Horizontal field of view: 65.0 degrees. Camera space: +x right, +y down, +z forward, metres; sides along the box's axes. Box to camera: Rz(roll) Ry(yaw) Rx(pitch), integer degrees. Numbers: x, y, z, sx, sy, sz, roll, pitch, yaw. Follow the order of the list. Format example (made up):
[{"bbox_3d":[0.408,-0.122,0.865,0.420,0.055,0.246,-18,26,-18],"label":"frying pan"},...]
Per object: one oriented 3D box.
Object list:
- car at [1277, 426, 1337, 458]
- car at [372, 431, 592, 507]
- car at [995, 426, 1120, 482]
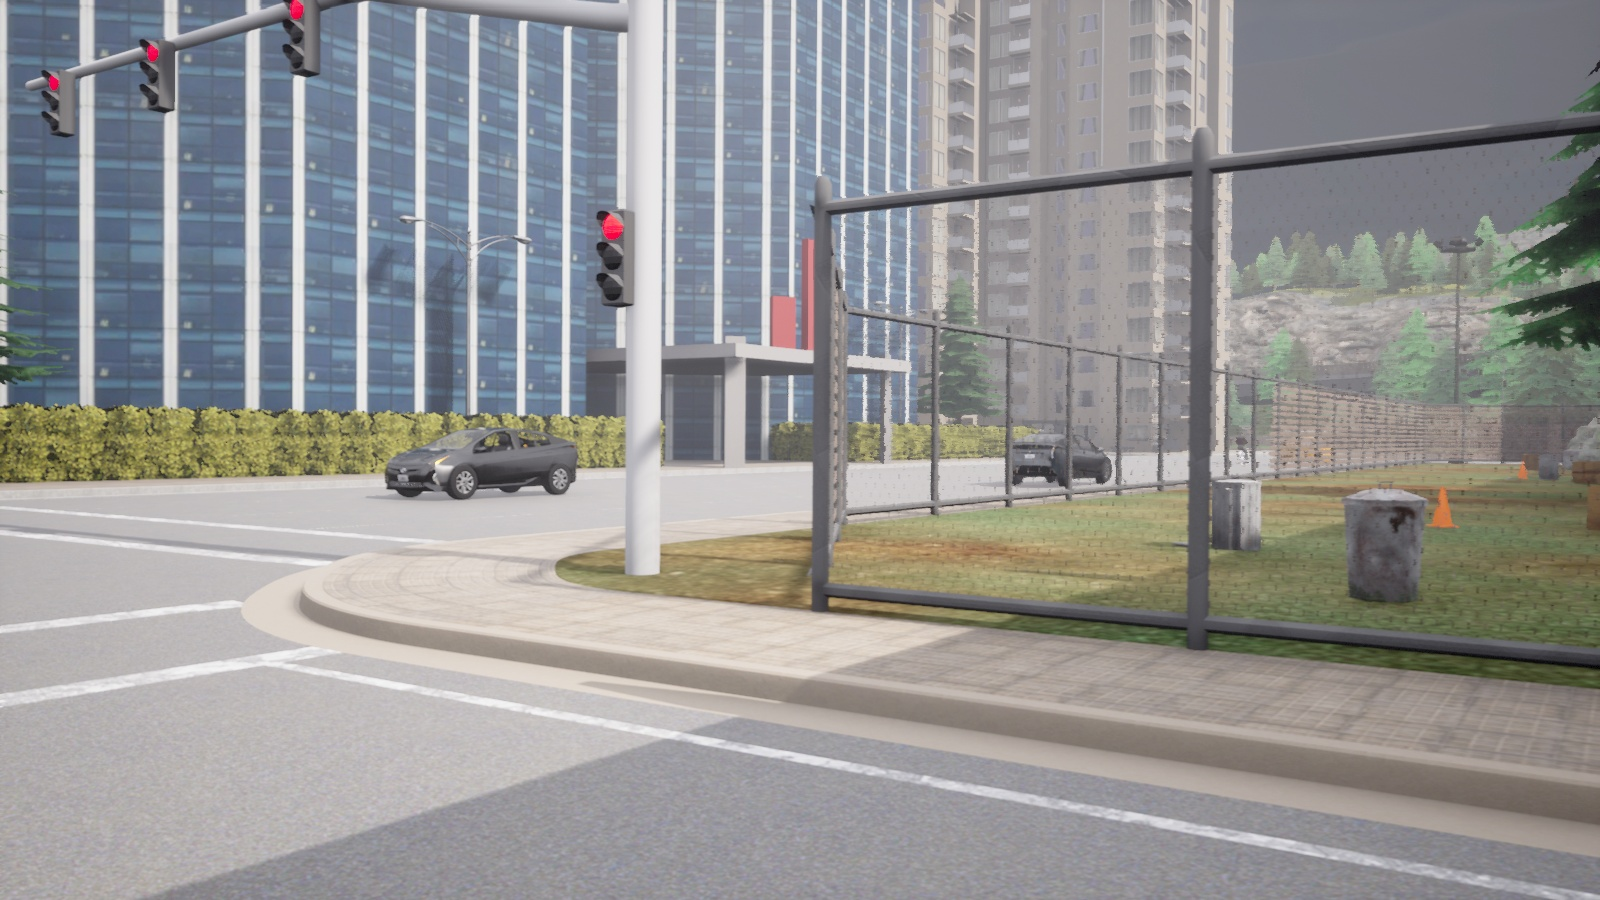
[{"bbox_3d":[25.987,-0.428,64.288,1.882,1.535,5.008,0,1,34],"label":"car"},{"bbox_3d":[-6.917,0.354,27.754,2.007,1.525,4.514,0,1,34],"label":"car"},{"bbox_3d":[7.631,0.081,36.892,2.007,1.525,4.514,0,1,34],"label":"car"}]
